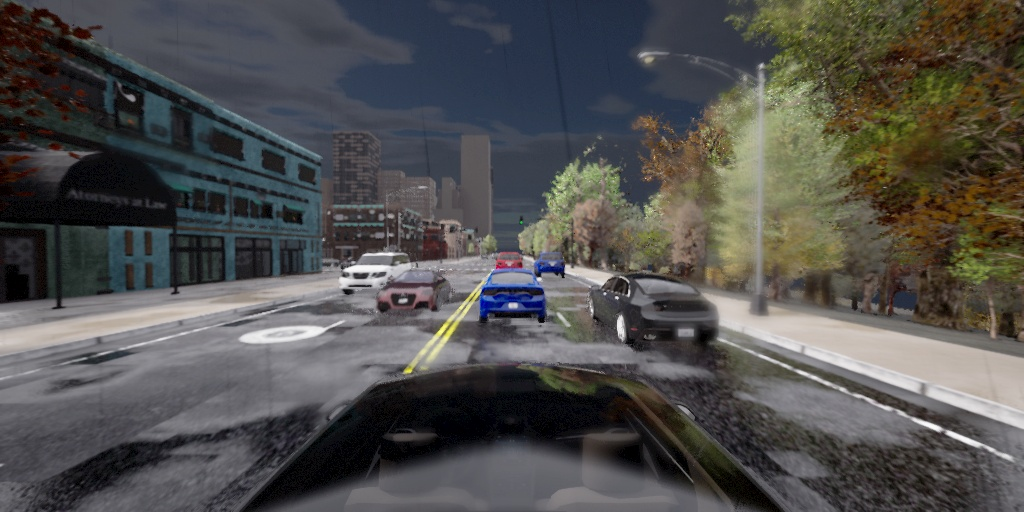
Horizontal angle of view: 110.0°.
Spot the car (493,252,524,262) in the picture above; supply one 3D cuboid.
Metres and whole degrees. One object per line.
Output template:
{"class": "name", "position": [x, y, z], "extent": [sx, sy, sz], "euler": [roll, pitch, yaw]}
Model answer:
{"class": "car", "position": [-0.217, 0.718, 29.668], "extent": [2.150, 2.045, 5.566], "euler": [0, 0, -1]}

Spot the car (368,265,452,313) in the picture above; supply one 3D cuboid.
{"class": "car", "position": [-3.465, 1.210, 13.347], "extent": [1.994, 1.385, 4.181], "euler": [0, 0, -1]}

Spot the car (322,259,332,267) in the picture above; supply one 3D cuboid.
{"class": "car", "position": [-28.929, 1.083, 56.153], "extent": [4.403, 1.370, 2.007], "euler": [0, 0, -1]}

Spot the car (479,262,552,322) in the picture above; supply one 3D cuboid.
{"class": "car", "position": [-0.002, 1.135, 11.869], "extent": [1.882, 1.535, 5.008], "euler": [0, 0, -1]}

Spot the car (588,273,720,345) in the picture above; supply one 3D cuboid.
{"class": "car", "position": [3.276, 1.185, 9.213], "extent": [1.837, 1.490, 4.892], "euler": [0, 1, -1]}

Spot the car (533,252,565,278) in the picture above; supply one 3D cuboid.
{"class": "car", "position": [3.034, 0.716, 29.714], "extent": [2.150, 2.045, 5.566], "euler": [0, 0, -1]}

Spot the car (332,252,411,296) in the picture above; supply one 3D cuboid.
{"class": "car", "position": [-6.782, 0.822, 18.642], "extent": [2.150, 2.045, 5.566], "euler": [0, 0, -1]}
